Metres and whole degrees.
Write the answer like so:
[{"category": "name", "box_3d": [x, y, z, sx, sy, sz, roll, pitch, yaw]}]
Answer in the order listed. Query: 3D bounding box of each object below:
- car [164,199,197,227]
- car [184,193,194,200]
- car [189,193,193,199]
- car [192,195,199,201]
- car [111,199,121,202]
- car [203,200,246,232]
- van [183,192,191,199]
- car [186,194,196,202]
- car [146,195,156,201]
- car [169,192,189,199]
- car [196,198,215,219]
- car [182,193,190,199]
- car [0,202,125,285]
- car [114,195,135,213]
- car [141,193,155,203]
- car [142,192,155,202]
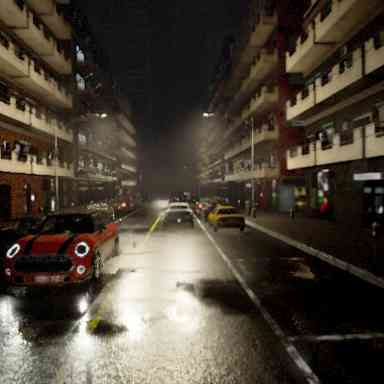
[{"category": "car", "box_3d": [-0.855, 1.408, 21.667, 1.812, 1.442, 4.674, -1, 0, -3]}, {"category": "car", "box_3d": [-0.766, 1.009, 74.823, 1.967, 1.590, 4.097, -2, 0, -3]}, {"category": "car", "box_3d": [0.295, 1.248, 52.440, 1.947, 1.339, 4.313, -2, 0, -3]}, {"category": "car", "box_3d": [1.349, 1.238, 30.057, 1.967, 1.590, 4.097, -2, 0, -3]}, {"category": "car", "box_3d": [-6.754, 1.514, 24.096, 2.008, 1.369, 4.403, -2, 0, -3]}, {"category": "car", "box_3d": [1.872, 1.381, 19.036, 1.752, 1.417, 4.829, -2, 0, -3]}, {"category": "van", "box_3d": [-1.298, 0.853, 86.014, 1.690, 1.788, 3.998, -2, 0, -3]}, {"category": "car", "box_3d": [-0.243, 1.150, 63.802, 1.752, 1.417, 4.829, -2, 0, -3]}, {"category": "car", "box_3d": [-9.133, 1.287, 74.457, 1.802, 1.307, 4.206, -2, 0, -3]}, {"category": "car", "box_3d": [-1.874, 0.991, 43.537, 2.150, 2.045, 5.566, -1, 0, -3]}, {"category": "car", "box_3d": [1.617, 1.393, 24.462, 1.947, 1.339, 4.313, -2, 0, -3]}, {"category": "car", "box_3d": [-1.556, 1.035, 91.610, 2.008, 1.369, 4.403, -2, 0, -3]}, {"category": "car", "box_3d": [-3.470, 1.348, 9.681, 2.097, 1.767, 4.553, -1, 0, -3]}, {"category": "car", "box_3d": [-7.290, 1.220, 35.286, 2.192, 1.841, 5.009, -2, 0, -3]}, {"category": "car", "box_3d": [-8.605, 1.312, 63.266, 2.008, 1.369, 4.403, -2, 0, -3]}, {"category": "car", "box_3d": [-8.877, 1.048, 68.860, 2.192, 1.841, 5.009, -2, 0, -3]}]
